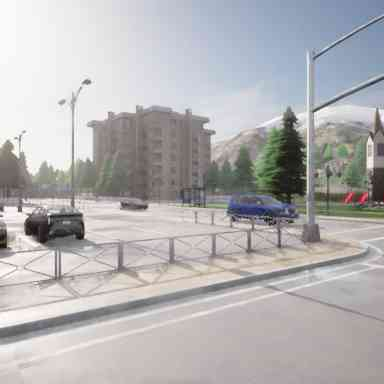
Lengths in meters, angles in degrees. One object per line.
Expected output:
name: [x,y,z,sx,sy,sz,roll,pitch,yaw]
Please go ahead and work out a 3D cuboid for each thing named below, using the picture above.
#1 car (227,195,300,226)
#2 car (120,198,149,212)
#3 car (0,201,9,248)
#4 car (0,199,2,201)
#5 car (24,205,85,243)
car: [4.904,1.221,23.778,2.150,2.045,5.566,0,0,-36]
car: [-7.013,1.477,40.000,1.882,1.535,5.008,0,0,-36]
car: [-8.883,1.331,13.426,2.152,1.636,5.027,0,0,-36]
car: [-21.613,1.374,36.410,1.845,1.501,3.633,0,0,-36]
car: [-6.370,1.340,15.305,2.007,1.523,4.514,0,0,-36]
